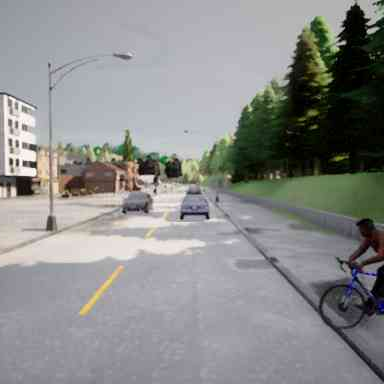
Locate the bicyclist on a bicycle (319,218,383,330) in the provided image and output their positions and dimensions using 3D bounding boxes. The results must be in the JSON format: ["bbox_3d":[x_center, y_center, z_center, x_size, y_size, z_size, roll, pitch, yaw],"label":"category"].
[{"bbox_3d":[2.662,1.203,4.810,1.656,1.620,0.582,0,2,0],"label":"bicyclist on a bicycle"}]

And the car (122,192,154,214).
[{"bbox_3d":[-3.987,0.772,25.039,1.837,1.490,4.892,0,1,0],"label":"car"}]

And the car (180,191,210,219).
[{"bbox_3d":[0.182,0.902,21.945,2.033,1.411,5.357,0,2,0],"label":"car"}]

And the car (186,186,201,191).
[{"bbox_3d":[0.258,-0.027,47.121,2.097,1.767,4.553,0,2,0],"label":"car"}]
